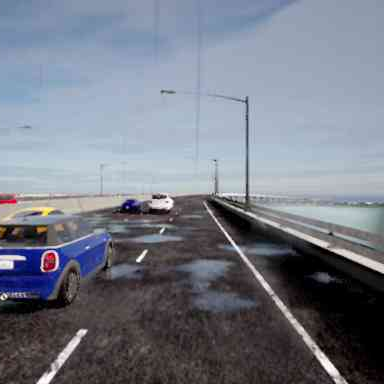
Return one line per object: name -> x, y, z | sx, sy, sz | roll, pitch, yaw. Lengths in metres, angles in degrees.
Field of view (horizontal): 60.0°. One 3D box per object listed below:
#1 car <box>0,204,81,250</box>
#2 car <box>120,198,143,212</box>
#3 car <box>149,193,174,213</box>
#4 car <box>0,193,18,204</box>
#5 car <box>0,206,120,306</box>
car -> -6.865, 1.442, 15.278 | 1.882, 1.535, 5.008 | 0, 0, 0
car -> -6.680, 1.435, 36.770 | 1.812, 1.442, 4.674 | 0, 0, 1
car -> -3.201, 1.133, 35.184 | 2.150, 2.045, 5.566 | 0, 0, 1
car -> -17.425, 1.155, 28.970 | 2.150, 2.045, 5.566 | 0, 0, 1
car -> -3.388, 1.333, 8.157 | 2.097, 1.767, 4.553 | 0, 0, 0
